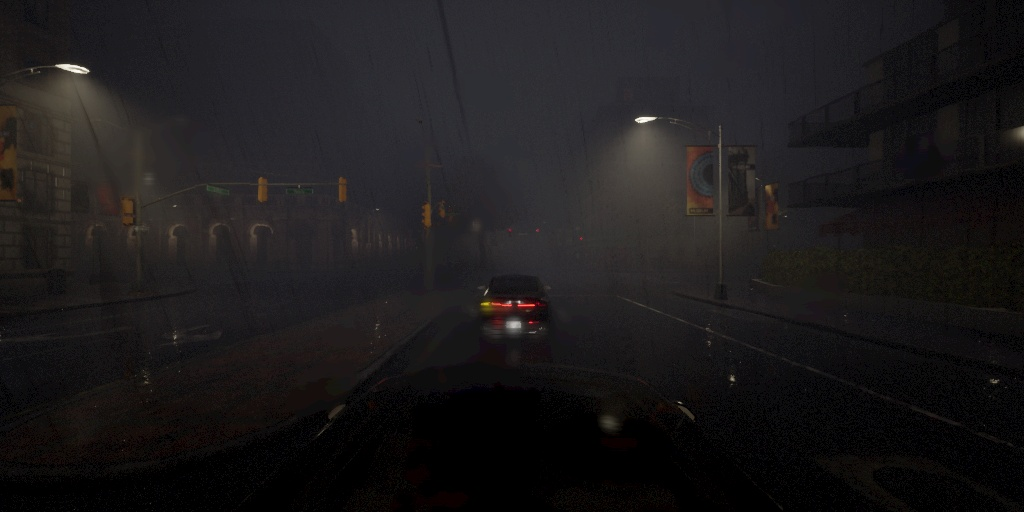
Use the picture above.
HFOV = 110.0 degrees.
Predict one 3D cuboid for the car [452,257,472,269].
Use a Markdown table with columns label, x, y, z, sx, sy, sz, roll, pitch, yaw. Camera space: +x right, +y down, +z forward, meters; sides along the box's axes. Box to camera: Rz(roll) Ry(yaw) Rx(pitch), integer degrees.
| label | x | y | z | sx | sy | sz | roll | pitch | yaw |
| --- | --- | --- | --- | --- | --- | --- | --- | --- | --- |
| car | -8.054 | 1.276 | 58.349 | 1.812 | 1.442 | 4.674 | 0 | 0 | 0 |

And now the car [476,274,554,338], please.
| label | x | y | z | sx | sy | sz | roll | pitch | yaw |
| --- | --- | --- | --- | --- | --- | --- | --- | --- | --- |
| car | 0.077 | 1.255 | 10.153 | 1.837 | 1.490 | 4.892 | 0 | 0 | 0 |

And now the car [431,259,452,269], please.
| label | x | y | z | sx | sy | sz | roll | pitch | yaw |
| --- | --- | --- | --- | --- | --- | --- | --- | --- | --- |
| car | -11.545 | 1.276 | 58.574 | 1.812 | 1.442 | 4.674 | 0 | 0 | 0 |
